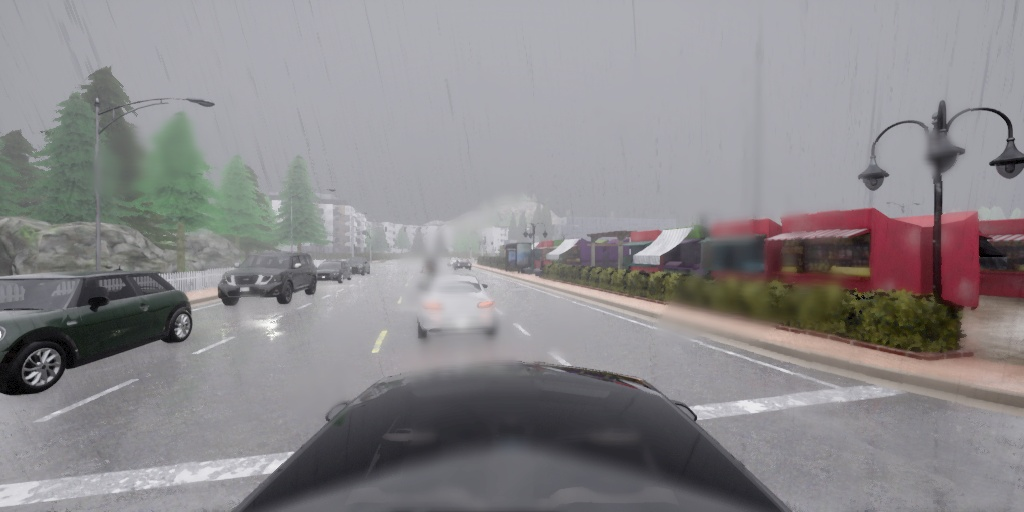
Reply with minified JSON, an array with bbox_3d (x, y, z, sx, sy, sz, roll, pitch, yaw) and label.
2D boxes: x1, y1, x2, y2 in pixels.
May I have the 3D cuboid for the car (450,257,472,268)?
[{"bbox_3d":[-6.107,1.049,43.814,1.895,1.301,4.718,0,0,-14],"label":"car"}]

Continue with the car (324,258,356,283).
[{"bbox_3d":[-12.648,1.088,25.341,1.837,1.490,4.892,0,0,-13],"label":"car"}]

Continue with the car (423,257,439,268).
[{"bbox_3d":[-11.418,0.901,50.815,1.837,1.490,4.892,0,0,-13],"label":"car"}]

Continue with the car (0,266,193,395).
[{"bbox_3d":[-8.083,1.076,6.304,2.097,1.767,4.553,0,0,-13],"label":"car"}]

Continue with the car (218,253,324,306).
[{"bbox_3d":[-10.332,0.876,15.725,2.150,2.045,5.566,0,0,-14],"label":"car"}]

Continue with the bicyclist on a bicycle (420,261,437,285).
[{"bbox_3d":[-4.524,1.079,19.691,0.582,1.620,1.656,0,1,24],"label":"bicyclist on a bicycle"}]

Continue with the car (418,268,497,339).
[{"bbox_3d":[-1.581,1.225,9.874,1.812,1.442,4.674,0,0,-13],"label":"car"}]

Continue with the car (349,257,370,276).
[{"bbox_3d":[-14.558,0.876,33.318,2.097,1.767,4.553,0,0,-13],"label":"car"}]
